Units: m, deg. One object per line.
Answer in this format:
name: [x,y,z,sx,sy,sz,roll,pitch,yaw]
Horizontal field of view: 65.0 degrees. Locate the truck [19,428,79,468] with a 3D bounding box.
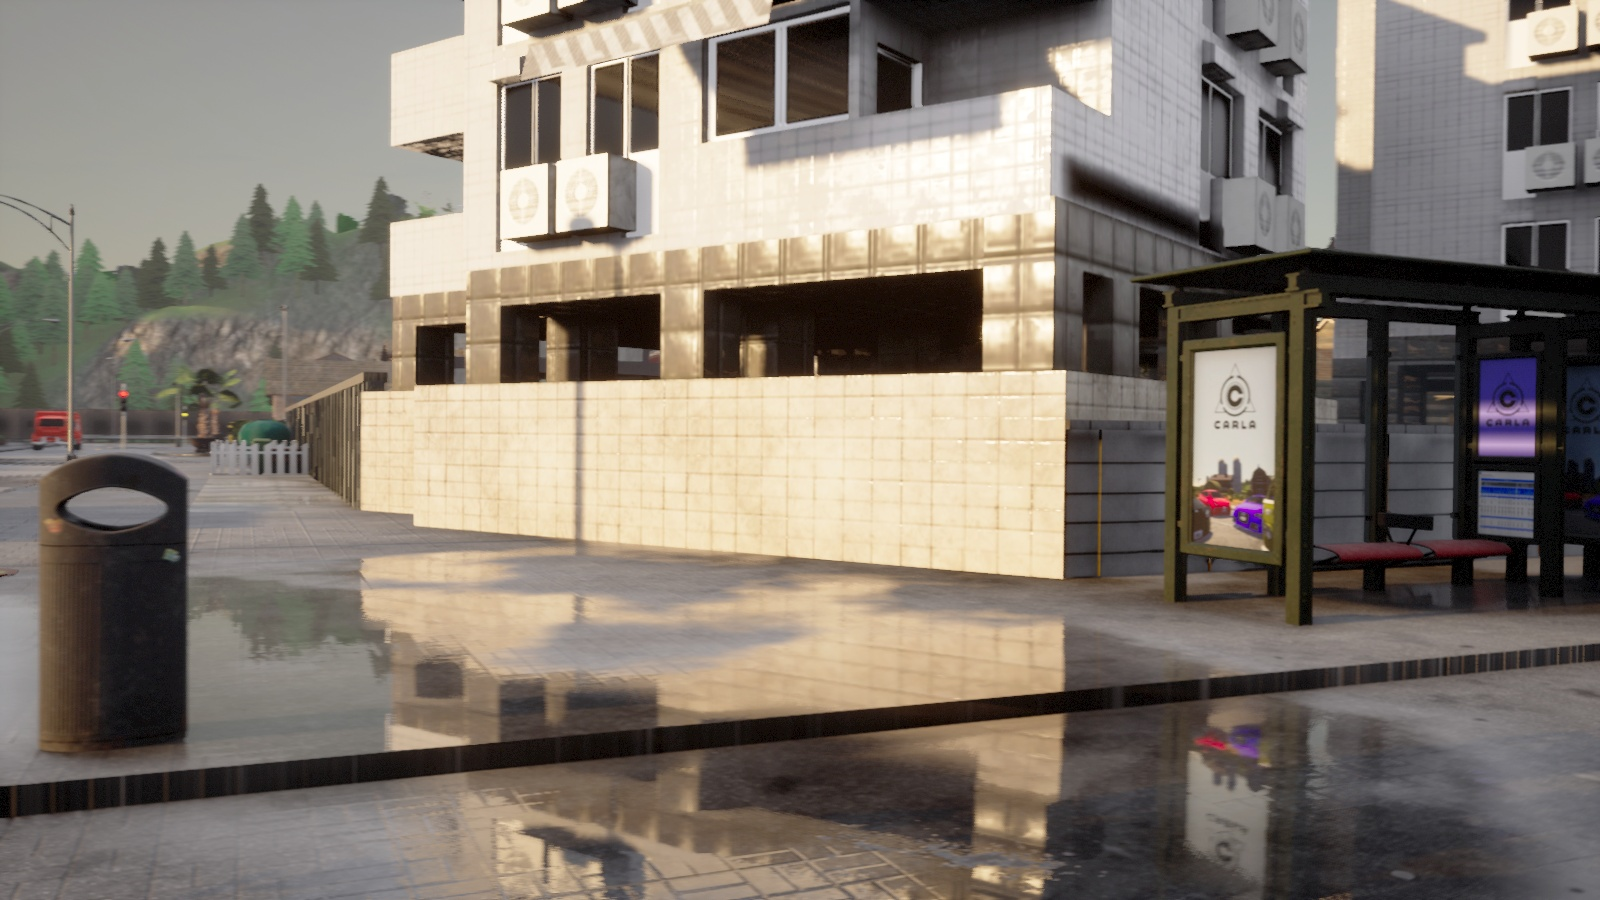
truck: [-47.712,-0.157,79.873,2.627,2.467,5.204,-1,1,-24]
